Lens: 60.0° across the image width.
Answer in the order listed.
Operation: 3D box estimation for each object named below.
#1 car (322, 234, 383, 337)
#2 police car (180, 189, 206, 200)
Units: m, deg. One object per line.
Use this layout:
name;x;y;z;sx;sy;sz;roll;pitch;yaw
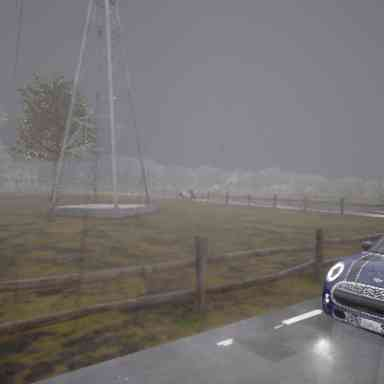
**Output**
car;4.502;1.408;6.269;4.553;1.767;2.097;1;0;-35
police car;0.174;0.330;51.199;2.038;1.542;4.974;0;2;-36
